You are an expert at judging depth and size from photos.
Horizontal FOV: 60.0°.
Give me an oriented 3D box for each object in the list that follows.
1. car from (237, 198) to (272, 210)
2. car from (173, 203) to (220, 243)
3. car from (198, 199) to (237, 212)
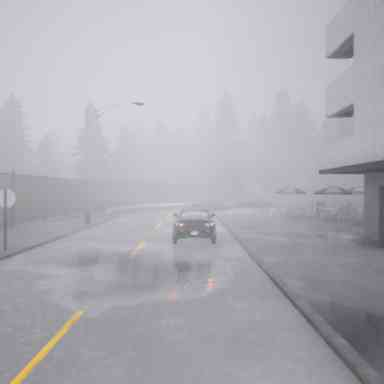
[{"bbox_3d":[6.867,1.410,39.187,4.718,1.301,1.895,0,0,-7],"label":"car"},{"bbox_3d":[0.103,1.450,15.437,1.812,1.442,4.674,0,0,0],"label":"car"},{"bbox_3d":[2.026,1.386,33.141,2.033,1.411,5.357,0,0,37],"label":"car"}]
